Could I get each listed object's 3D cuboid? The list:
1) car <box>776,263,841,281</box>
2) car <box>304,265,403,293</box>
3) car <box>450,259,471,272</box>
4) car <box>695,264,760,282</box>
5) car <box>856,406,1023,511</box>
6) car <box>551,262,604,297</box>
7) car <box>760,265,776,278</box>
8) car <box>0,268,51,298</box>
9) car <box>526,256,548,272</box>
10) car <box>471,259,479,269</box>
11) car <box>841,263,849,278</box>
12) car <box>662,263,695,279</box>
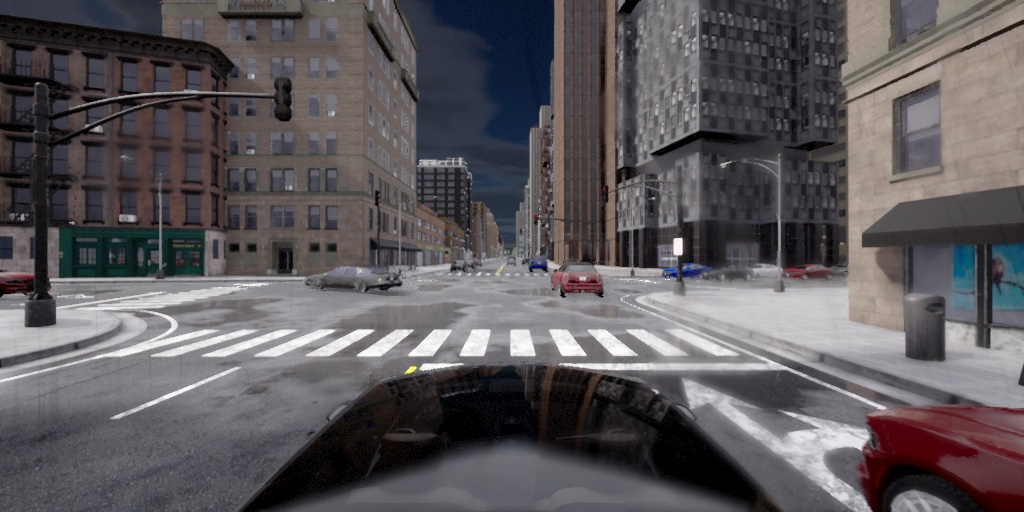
[{"bbox_3d":[28.702,1.582,34.763,5.008,1.535,1.882,1,0,-15],"label":"car"},{"bbox_3d":[-8.602,1.198,19.443,5.357,1.411,2.033,1,-1,20],"label":"car"},{"bbox_3d":[-6.658,1.242,45.641,1.837,1.490,4.892,0,0,-1],"label":"car"},{"bbox_3d":[19.267,1.499,32.084,4.892,1.490,1.837,1,0,-17],"label":"car"},{"bbox_3d":[3.353,1.228,0.418,1.882,1.535,5.008,0,-1,0],"label":"car"},{"bbox_3d":[3.318,1.105,18.933,2.097,1.767,4.553,0,0,0],"label":"car"},{"bbox_3d":[26.030,1.622,37.409,4.674,1.442,1.812,1,0,-15],"label":"car"},{"bbox_3d":[-22.335,0.956,14.471,5.008,1.535,1.882,1,0,-17],"label":"car"},{"bbox_3d":[3.259,0.960,45.415,2.150,2.045,5.566,0,0,0],"label":"car"},{"bbox_3d":[-6.662,1.239,55.456,1.837,1.490,4.892,0,0,0],"label":"car"},{"bbox_3d":[37.519,1.581,40.271,4.553,1.767,2.097,1,0,-12],"label":"car"},{"bbox_3d":[17.014,1.471,34.826,5.008,1.535,1.882,1,0,-16],"label":"car"}]
